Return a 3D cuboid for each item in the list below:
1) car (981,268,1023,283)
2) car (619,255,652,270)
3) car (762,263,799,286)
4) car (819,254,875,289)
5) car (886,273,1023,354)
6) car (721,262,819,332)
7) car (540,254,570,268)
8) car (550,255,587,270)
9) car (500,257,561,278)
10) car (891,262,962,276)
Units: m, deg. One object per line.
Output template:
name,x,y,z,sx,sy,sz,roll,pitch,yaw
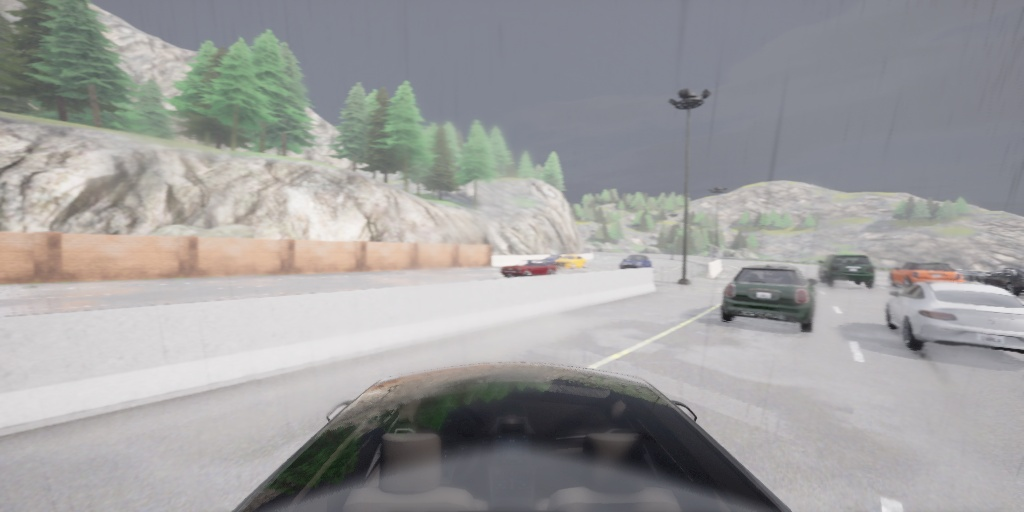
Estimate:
car,27.361,1.384,19.233,2.128,1.511,4.902,2,1,35
car,11.613,0.673,33.586,2.097,1.767,4.553,2,1,34
car,19.047,1.215,25.620,1.895,1.301,4.718,2,1,34
car,22.017,0.927,23.738,2.150,2.045,5.566,2,1,34
car,10.196,1.328,8.262,1.812,1.442,4.674,2,2,40
car,8.074,1.058,11.156,2.097,1.767,4.553,2,1,40
car,5.200,0.554,42.821,1.812,1.442,4.674,2,1,32
car,6.385,0.610,38.324,1.882,1.535,5.008,2,1,34
car,1.231,0.902,25.243,1.895,1.301,4.718,2,1,38
car,24.712,1.150,21.558,2.097,1.767,4.553,2,1,35
